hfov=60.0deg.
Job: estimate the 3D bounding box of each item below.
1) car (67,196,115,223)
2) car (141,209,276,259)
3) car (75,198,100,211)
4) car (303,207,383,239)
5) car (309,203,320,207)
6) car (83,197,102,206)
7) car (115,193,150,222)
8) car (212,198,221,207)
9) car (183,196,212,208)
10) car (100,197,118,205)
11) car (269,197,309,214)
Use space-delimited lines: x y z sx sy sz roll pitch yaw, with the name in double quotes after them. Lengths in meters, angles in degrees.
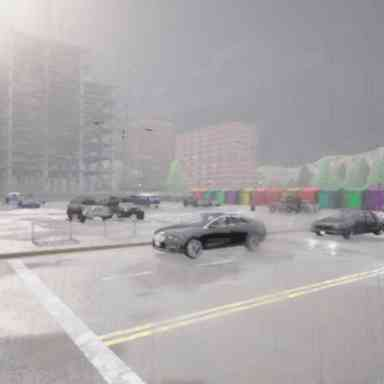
-7.688 1.220 24.472 1.932 1.855 4.605 1 0 -35 "car"
0.817 1.569 13.051 4.902 1.511 2.128 1 0 -34 "car"
-13.201 1.509 41.911 1.970 1.475 3.806 1 0 -35 "car"
8.891 1.724 18.534 5.357 1.411 2.033 1 0 -34 "car"
13.050 1.721 39.154 1.970 1.475 3.806 1 0 -35 "car"
-17.237 1.560 57.565 1.970 1.475 3.806 1 0 -35 "car"
-5.296 1.252 26.102 1.905 1.878 3.866 1 0 -35 "car"
2.926 1.680 53.388 1.784 1.438 3.905 1 0 -35 "car"
0.528 1.439 51.765 1.932 1.855 4.605 1 0 -35 "car"
-14.876 1.558 59.240 1.784 1.438 3.905 1 0 -35 "car"
10.685 1.452 37.489 1.905 1.878 3.866 1 0 -35 "car"
